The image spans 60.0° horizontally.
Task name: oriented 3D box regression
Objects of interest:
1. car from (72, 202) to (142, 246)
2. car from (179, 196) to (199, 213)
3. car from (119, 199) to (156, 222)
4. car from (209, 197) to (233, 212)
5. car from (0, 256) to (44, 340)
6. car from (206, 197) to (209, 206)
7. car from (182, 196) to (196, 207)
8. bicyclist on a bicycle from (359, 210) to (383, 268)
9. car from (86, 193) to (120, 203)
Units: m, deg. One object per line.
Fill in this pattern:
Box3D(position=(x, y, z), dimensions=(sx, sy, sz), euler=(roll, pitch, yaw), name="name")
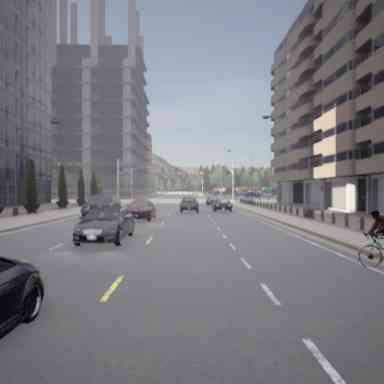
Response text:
Box3D(position=(-3.749, 1.406, 14.800), dimensions=(2.128, 1.511, 4.902), euler=(0, 0, -1), name="car")
Box3D(position=(-0.274, 1.292, 34.232), dimensions=(2.128, 1.511, 4.902), euler=(0, 0, -1), name="car")
Box3D(position=(-3.855, 1.332, 25.187), dimensions=(1.882, 1.535, 5.008), euler=(0, 1, -1), name="car")
Box3D(position=(3.168, 1.391, 35.904), dimensions=(1.895, 1.301, 4.718), euler=(0, 0, 0), name="car")
Box3D(position=(-3.631, 1.539, 4.301), dimensions=(1.994, 1.385, 4.181), euler=(0, 0, -1), name="car")
Box3D(position=(2.980, 1.320, 48.049), dimensions=(1.895, 1.301, 4.718), euler=(0, 0, -1), name="car")
Box3D(position=(-0.458, 1.267, 48.148), dimensions=(2.033, 1.411, 5.357), euler=(0, 0, -1), name="car")
Box3D(position=(5.511, 1.313, 9.518), dimensions=(1.656, 1.620, 0.582), euler=(-9, 0, -1), name="bicyclist on a bicycle")
Box3D(position=(-7.294, 1.143, 27.342), dimensions=(2.150, 2.045, 5.566), euler=(0, 0, -1), name="car")
